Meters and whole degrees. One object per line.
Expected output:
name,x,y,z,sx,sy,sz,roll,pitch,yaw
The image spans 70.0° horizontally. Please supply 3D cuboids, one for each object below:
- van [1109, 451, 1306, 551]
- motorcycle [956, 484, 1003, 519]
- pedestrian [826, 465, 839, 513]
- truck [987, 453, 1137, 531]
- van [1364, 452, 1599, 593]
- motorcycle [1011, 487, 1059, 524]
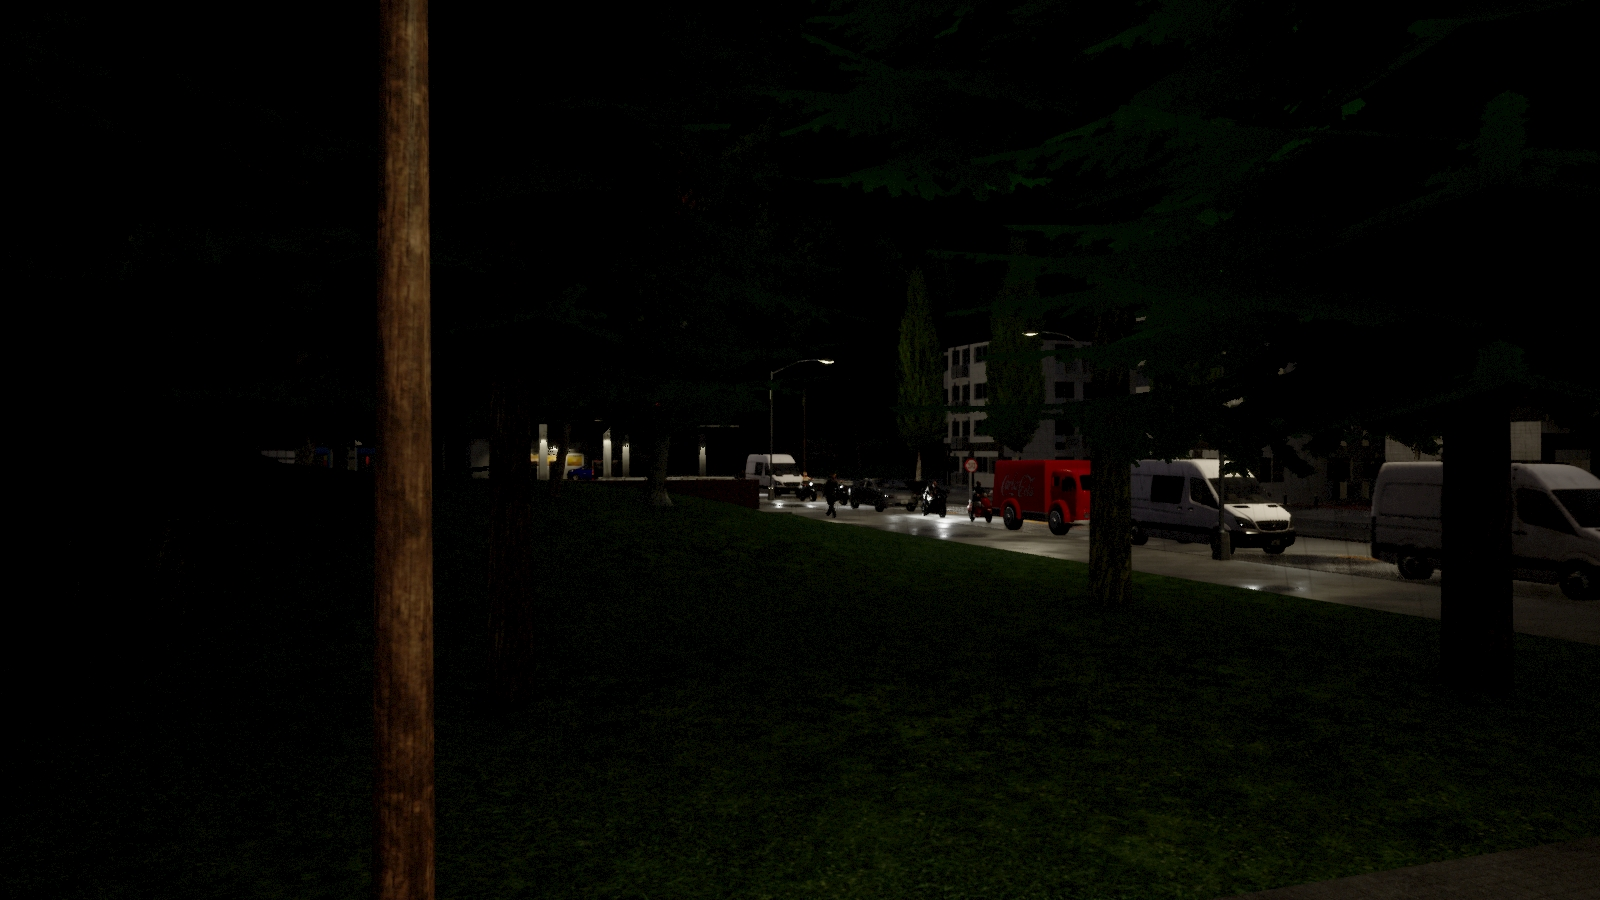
van,11.385,1.323,32.515,1.988,2.561,5.915,0,0,-20
motorcycle,6.991,1.993,44.695,0.867,1.251,2.209,0,0,-20
pedestrian,1.271,1.532,44.903,0.375,1.860,0.375,0,0,-20
truck,8.905,1.356,39.393,2.627,2.467,5.204,0,0,-20
van,14.693,1.323,23.368,1.988,2.561,5.915,0,0,-20
motorcycle,8.397,1.970,40.853,0.856,1.236,1.805,0,0,-20
